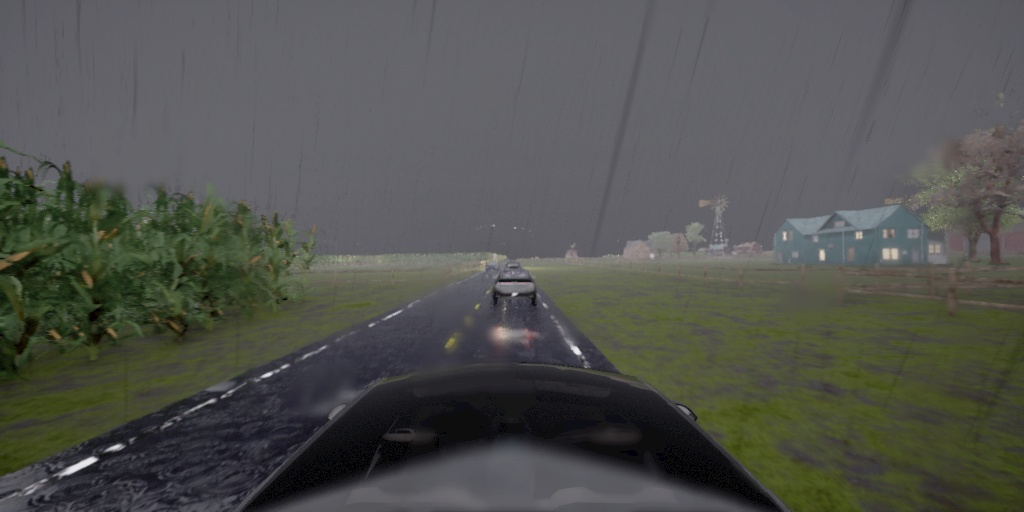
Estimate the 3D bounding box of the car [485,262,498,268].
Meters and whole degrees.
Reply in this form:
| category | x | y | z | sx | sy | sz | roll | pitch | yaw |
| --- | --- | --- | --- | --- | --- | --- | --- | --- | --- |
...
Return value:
| category | x | y | z | sx | sy | sz | roll | pitch | yaw |
| --- | --- | --- | --- | --- | --- | --- | --- | --- | --- |
| car | -2.727 | 1.503 | 50.318 | 2.033 | 1.411 | 5.357 | 0 | 0 | -1 |

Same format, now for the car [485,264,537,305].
| category | x | y | z | sx | sy | sz | roll | pitch | yaw |
| --- | --- | --- | --- | --- | --- | --- | --- | --- | --- |
| car | 0.106 | 1.303 | 16.390 | 2.128 | 1.511 | 4.902 | 0 | 0 | 0 |

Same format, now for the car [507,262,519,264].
| category | x | y | z | sx | sy | sz | roll | pitch | yaw |
| --- | --- | --- | --- | --- | --- | --- | --- | --- | --- |
| car | 0.108 | 1.402 | 36.830 | 1.837 | 1.490 | 4.892 | 0 | 0 | 0 |
